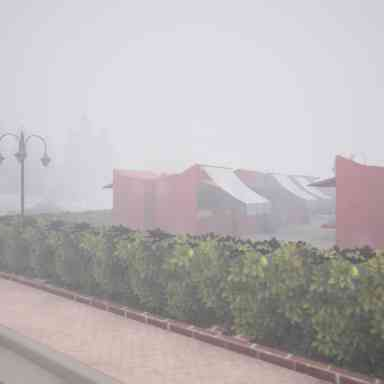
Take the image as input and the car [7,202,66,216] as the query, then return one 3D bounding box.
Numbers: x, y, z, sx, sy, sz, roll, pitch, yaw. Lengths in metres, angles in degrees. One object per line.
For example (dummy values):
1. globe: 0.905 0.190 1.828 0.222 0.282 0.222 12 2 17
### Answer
1. car: -12.968 1.581 28.004 1.812 1.442 4.674 0 0 35
